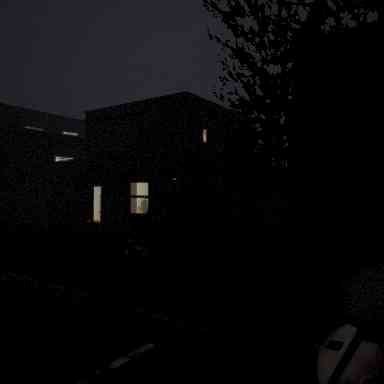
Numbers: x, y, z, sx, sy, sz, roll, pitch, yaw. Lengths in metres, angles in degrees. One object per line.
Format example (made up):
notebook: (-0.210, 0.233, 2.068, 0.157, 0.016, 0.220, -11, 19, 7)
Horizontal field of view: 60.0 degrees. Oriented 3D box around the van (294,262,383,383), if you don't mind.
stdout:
van: (2.339, 1.341, 1.187, 3.998, 1.788, 1.690, 0, 1, 36)
